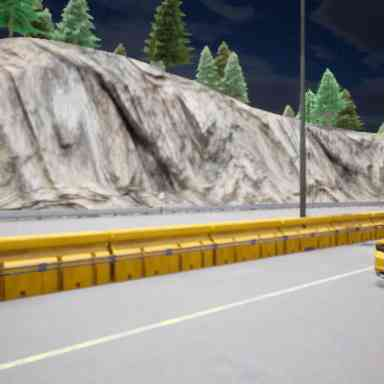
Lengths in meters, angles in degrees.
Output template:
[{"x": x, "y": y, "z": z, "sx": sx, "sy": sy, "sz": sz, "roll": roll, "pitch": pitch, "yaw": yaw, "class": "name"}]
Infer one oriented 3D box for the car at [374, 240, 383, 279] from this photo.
[{"x": 6.650, "y": 1.470, "z": 8.546, "sx": 5.008, "sy": 1.535, "sz": 1.882, "roll": 0, "pitch": 0, "yaw": -35, "class": "car"}]
